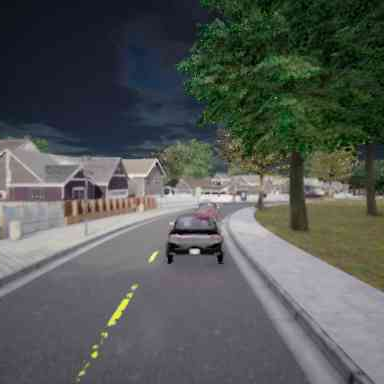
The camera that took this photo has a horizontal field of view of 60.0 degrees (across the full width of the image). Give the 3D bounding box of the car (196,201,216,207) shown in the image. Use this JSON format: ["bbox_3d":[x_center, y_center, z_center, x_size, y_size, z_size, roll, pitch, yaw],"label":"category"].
[{"bbox_3d":[1.266,1.678,27.407,1.994,1.385,4.181,0,0,8],"label":"car"}]

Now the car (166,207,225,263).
[{"bbox_3d":[0.140,1.529,12.088,2.128,1.511,4.902,0,0,1],"label":"car"}]

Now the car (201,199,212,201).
[{"bbox_3d":[1.939,1.701,45.243,1.812,1.442,4.674,0,0,16],"label":"car"}]
